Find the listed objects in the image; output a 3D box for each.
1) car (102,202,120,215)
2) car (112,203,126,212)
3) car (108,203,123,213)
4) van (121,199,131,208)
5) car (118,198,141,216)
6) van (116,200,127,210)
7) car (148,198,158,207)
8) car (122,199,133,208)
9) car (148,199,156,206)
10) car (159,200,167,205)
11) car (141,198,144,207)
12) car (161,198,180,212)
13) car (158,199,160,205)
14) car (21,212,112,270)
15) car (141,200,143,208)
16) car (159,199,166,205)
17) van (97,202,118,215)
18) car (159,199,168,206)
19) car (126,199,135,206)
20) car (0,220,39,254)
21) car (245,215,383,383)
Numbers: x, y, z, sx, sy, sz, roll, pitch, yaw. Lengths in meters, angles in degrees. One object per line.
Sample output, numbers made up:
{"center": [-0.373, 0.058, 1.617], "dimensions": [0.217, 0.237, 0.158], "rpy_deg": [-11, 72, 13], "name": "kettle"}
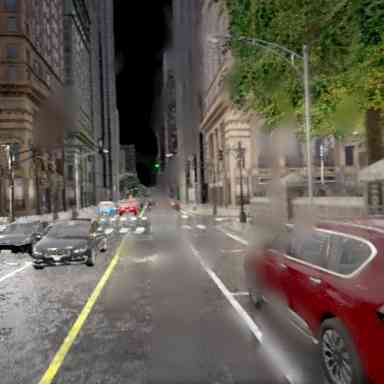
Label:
{"center": [-11.332, 2.297, 46.882], "dimensions": [1.967, 1.590, 4.097], "rpy_deg": [-2, -1, -7], "name": "car"}
{"center": [-12.640, 2.582, 57.682], "dimensions": [1.947, 1.339, 4.313], "rpy_deg": [-2, -1, -7], "name": "car"}
{"center": [-11.985, 2.481, 52.281], "dimensions": [1.887, 1.381, 4.507], "rpy_deg": [-2, -1, -7], "name": "car"}
{"center": [-14.618, 2.600, 73.888], "dimensions": [1.690, 1.788, 3.998], "rpy_deg": [-2, -1, -7], "name": "van"}
{"center": [-8.090, 1.915, 42.380], "dimensions": [2.150, 2.045, 5.566], "rpy_deg": [-2, -1, -7], "name": "car"}
{"center": [-13.305, 2.439, 63.086], "dimensions": [1.690, 1.788, 3.998], "rpy_deg": [-2, -1, -7], "name": "van"}
{"center": [-8.650, 2.499, 72.556], "dimensions": [1.882, 1.535, 5.008], "rpy_deg": [-2, -1, -7], "name": "car"}
{"center": [-15.275, 2.654, 79.289], "dimensions": [2.192, 1.841, 5.009], "rpy_deg": [-2, -1, -7], "name": "car"}
{"center": [-9.910, 2.583, 82.900], "dimensions": [1.882, 1.535, 5.008], "rpy_deg": [-2, -1, -7], "name": "car"}
{"center": [-7.465, 2.702, 85.725], "dimensions": [1.802, 1.307, 4.206], "rpy_deg": [-2, -1, -7], "name": "car"}
{"center": [-11.386, 2.318, 70.136], "dimensions": [2.150, 2.045, 5.566], "rpy_deg": [-2, -1, -7], "name": "car"}
{"center": [-2.880, 1.872, 47.924], "dimensions": [2.192, 1.841, 5.009], "rpy_deg": [-2, -1, -7], "name": "car"}
{"center": [-5.497, 2.429, 69.524], "dimensions": [2.008, 1.369, 4.403], "rpy_deg": [-2, -1, -7], "name": "car"}
{"center": [-4.360, 1.778, 12.423], "dimensions": [1.837, 1.490, 4.892], "rpy_deg": [-2, 0, -7], "name": "car"}
{"center": [-9.664, 2.488, 55.765], "dimensions": [1.895, 1.301, 4.718], "rpy_deg": [-2, -1, -6], "name": "car"}
{"center": [-8.123, 2.745, 91.125], "dimensions": [1.887, 1.381, 4.507], "rpy_deg": [-2, -1, -7], "name": "car"}
{"center": [-10.679, 2.120, 41.483], "dimensions": [1.690, 1.788, 3.998], "rpy_deg": [-2, -1, -7], "name": "van"}
{"center": [-6.814, 2.479, 80.326], "dimensions": [1.967, 1.590, 4.097], "rpy_deg": [-2, -1, -7], "name": "car"}
{"center": [-16.588, 2.816, 90.090], "dimensions": [2.192, 1.841, 5.009], "rpy_deg": [-2, -1, -7], "name": "car"}
{"center": [-7.453, 1.976, 15.020], "dimensions": [1.947, 1.339, 4.313], "rpy_deg": [-2, -1, -7], "name": "car"}
{"center": [2.327, 1.278, 5.100], "dimensions": [2.192, 1.841, 5.009], "rpy_deg": [-2, -1, -7], "name": "car"}
